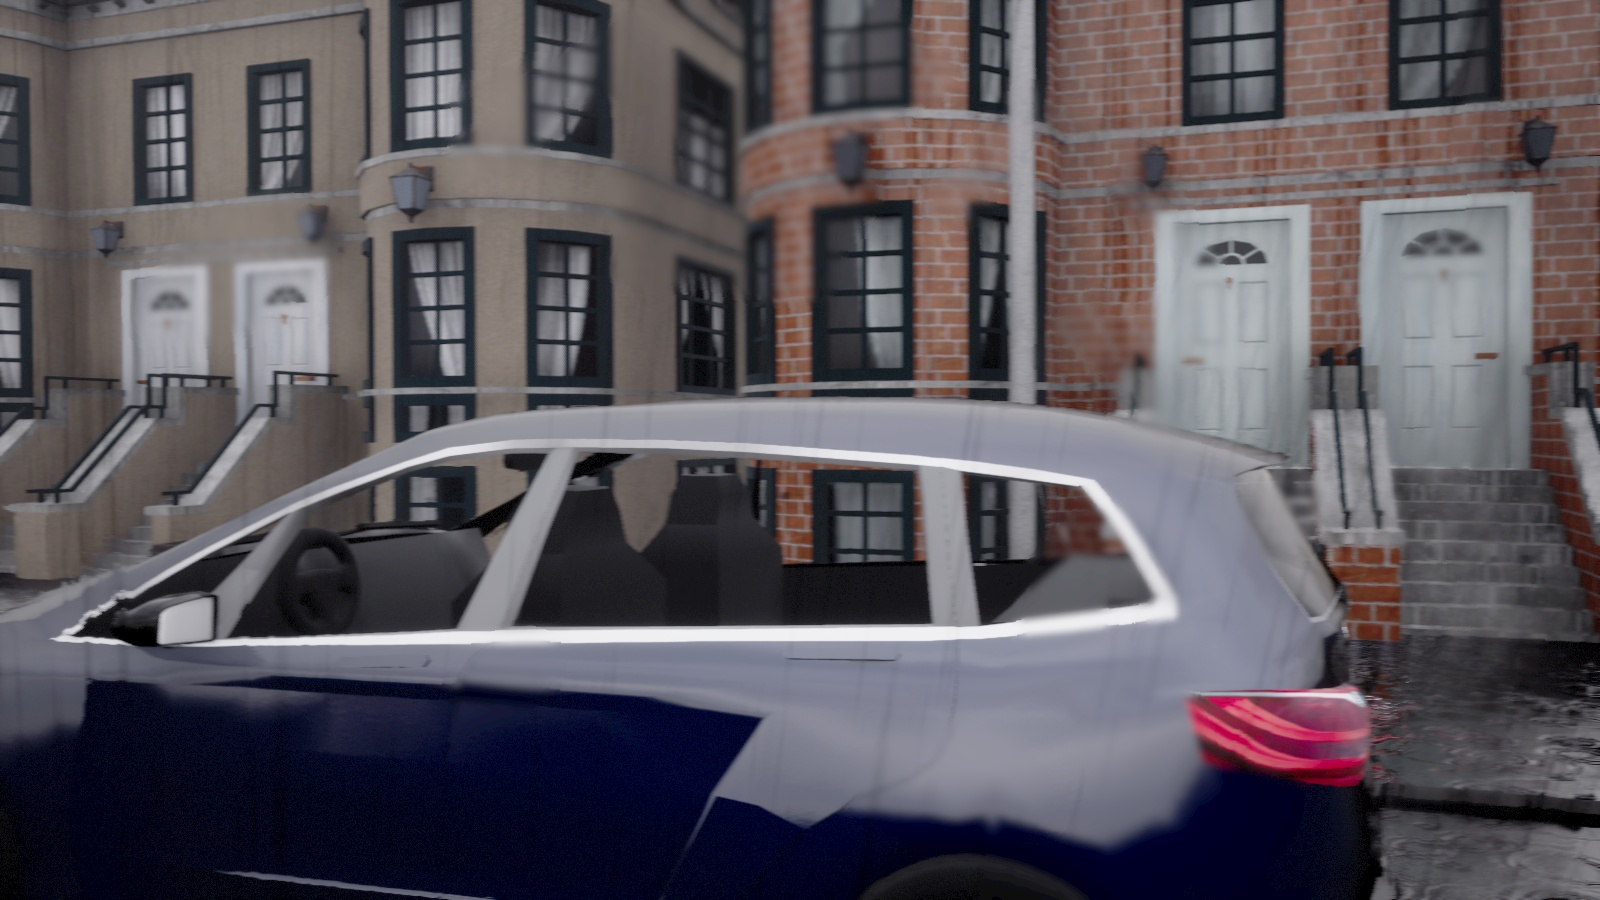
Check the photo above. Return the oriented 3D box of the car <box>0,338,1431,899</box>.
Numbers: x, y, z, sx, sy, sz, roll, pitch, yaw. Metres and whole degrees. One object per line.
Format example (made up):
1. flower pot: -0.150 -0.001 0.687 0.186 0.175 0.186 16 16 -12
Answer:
1. car: -0.747 0.605 3.969 4.611 1.667 2.242 1 1 19
